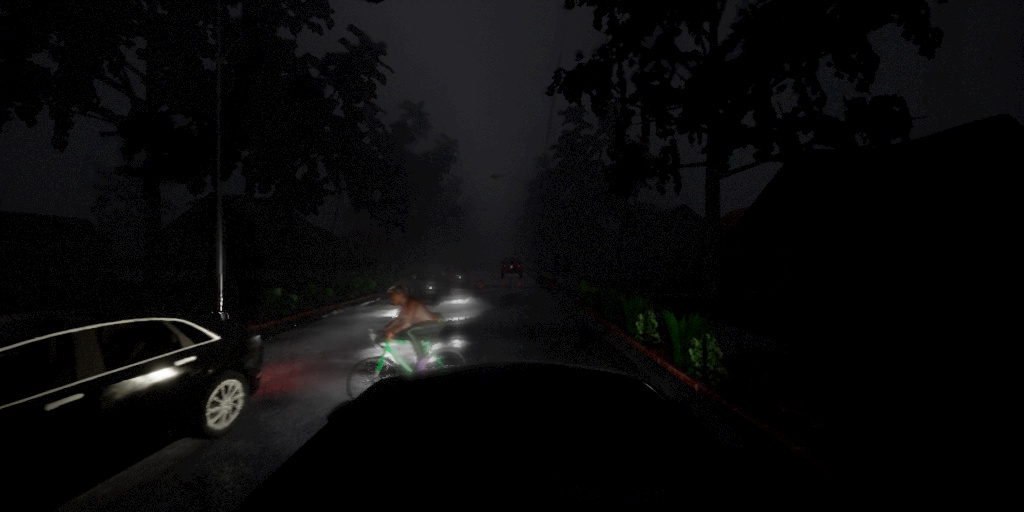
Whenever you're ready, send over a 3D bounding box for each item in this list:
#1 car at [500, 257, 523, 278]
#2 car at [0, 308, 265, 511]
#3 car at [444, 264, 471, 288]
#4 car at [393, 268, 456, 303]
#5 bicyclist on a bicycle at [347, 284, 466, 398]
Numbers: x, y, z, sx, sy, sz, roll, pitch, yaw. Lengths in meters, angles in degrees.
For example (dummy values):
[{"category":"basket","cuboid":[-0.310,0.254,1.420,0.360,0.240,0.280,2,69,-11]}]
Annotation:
[{"category":"car","cuboid":[-0.035,1.139,36.497,2.150,2.045,5.566,0,0,0]},{"category":"car","cuboid":[-4.101,1.259,2.632,1.837,1.490,4.892,0,0,0]},{"category":"car","cuboid":[-4.075,1.464,25.170,1.895,1.301,4.718,0,0,0]},{"category":"car","cuboid":[-4.145,1.426,17.232,1.895,1.301,4.718,0,0,0]},{"category":"bicyclist on a bicycle","cuboid":[-1.422,1.216,5.021,1.656,1.620,0.582,-1,0,-25]}]
